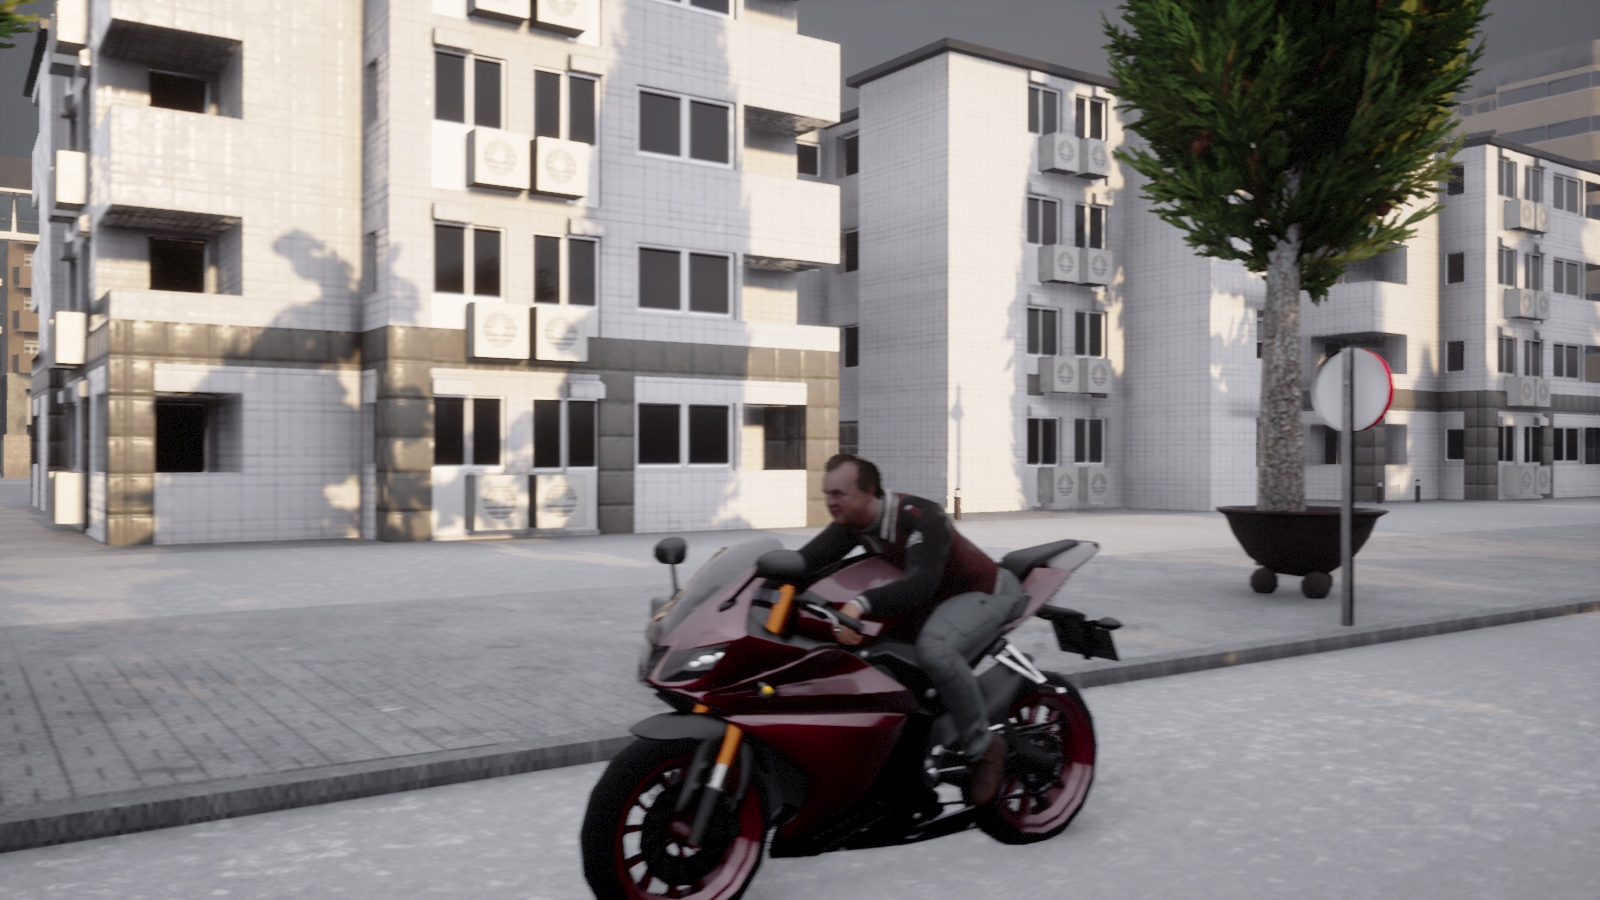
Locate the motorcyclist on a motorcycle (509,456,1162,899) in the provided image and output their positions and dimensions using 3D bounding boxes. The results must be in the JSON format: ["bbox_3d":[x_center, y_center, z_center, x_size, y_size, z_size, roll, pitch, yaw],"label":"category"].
[{"bbox_3d":[0.193,0.790,4.389,2.191,1.530,0.866,0,0,-35],"label":"motorcyclist on a motorcycle"}]
